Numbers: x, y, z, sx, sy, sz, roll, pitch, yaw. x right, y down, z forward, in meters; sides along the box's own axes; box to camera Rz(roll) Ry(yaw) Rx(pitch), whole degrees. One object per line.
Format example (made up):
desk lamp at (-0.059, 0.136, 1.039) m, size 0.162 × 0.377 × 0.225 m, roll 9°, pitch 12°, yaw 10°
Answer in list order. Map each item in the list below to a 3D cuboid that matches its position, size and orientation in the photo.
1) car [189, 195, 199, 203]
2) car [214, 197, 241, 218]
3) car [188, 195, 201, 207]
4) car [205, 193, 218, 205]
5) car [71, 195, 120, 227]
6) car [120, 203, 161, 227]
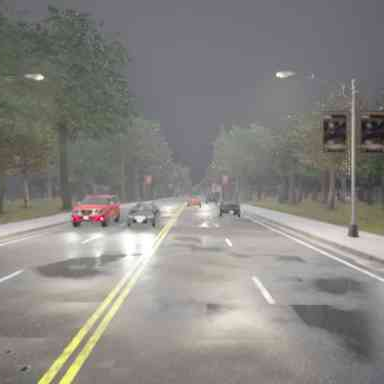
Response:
car at (0.508, 1.508, 71.747) m, size 2.097 × 1.767 × 4.553 m, roll 0°, pitch 0°, yaw 1°
car at (3.346, 1.444, 30.526) m, size 1.837 × 1.490 × 4.892 m, roll 0°, pitch 0°, yaw 0°
car at (0.396, 1.438, 54.305) m, size 2.097 × 1.767 × 4.553 m, roll 0°, pitch 0°, yaw 1°
car at (3.631, 1.251, 61.865) m, size 2.150 × 2.045 × 5.566 m, roll 0°, pitch 0°, yaw 1°
car at (-6.444, 1.221, 23.037) m, size 2.150 × 2.045 × 5.566 m, roll 0°, pitch 0°, yaw 0°
car at (-3.197, 1.509, 22.890) m, size 2.128 × 1.511 × 4.902 m, roll 0°, pitch 0°, yaw 0°
